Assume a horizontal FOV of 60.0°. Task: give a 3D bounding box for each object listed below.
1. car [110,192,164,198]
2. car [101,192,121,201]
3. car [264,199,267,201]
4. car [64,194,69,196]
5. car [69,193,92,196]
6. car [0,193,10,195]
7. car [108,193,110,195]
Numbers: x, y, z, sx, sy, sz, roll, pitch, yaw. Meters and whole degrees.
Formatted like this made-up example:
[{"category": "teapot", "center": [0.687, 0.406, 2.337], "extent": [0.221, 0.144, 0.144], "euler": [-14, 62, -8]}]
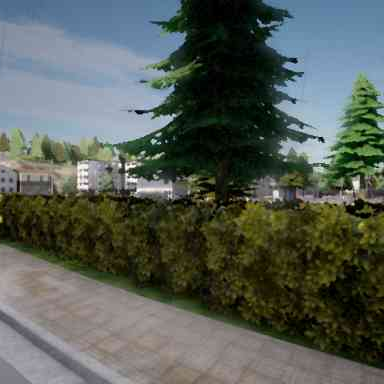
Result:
[{"category": "car", "center": [-5.236, 1.200, 34.511], "extent": [5.566, 2.045, 2.150], "euler": [0, 0, -45]}, {"category": "car", "center": [-17.565, 1.030, 72.158], "extent": [3.866, 1.878, 1.905], "euler": [0, 0, -45]}, {"category": "car", "center": [9.602, 1.547, 49.202], "extent": [4.181, 1.385, 1.994], "euler": [0, 0, -45]}, {"category": "car", "center": [-31.240, 1.170, 85.657], "extent": [3.806, 1.475, 1.970], "euler": [0, 0, -45]}, {"category": "car", "center": [-26.518, 1.097, 81.299], "extent": [5.027, 1.636, 2.152], "euler": [0, 0, -45]}, {"category": "car", "center": [-23.156, 1.296, 40.979], "extent": [5.027, 1.636, 2.152], "euler": [0, 0, -45]}, {"category": "car", "center": [-15.238, 1.053, 70.371], "extent": [4.605, 1.855, 1.932], "euler": [0, 0, -45]}]
